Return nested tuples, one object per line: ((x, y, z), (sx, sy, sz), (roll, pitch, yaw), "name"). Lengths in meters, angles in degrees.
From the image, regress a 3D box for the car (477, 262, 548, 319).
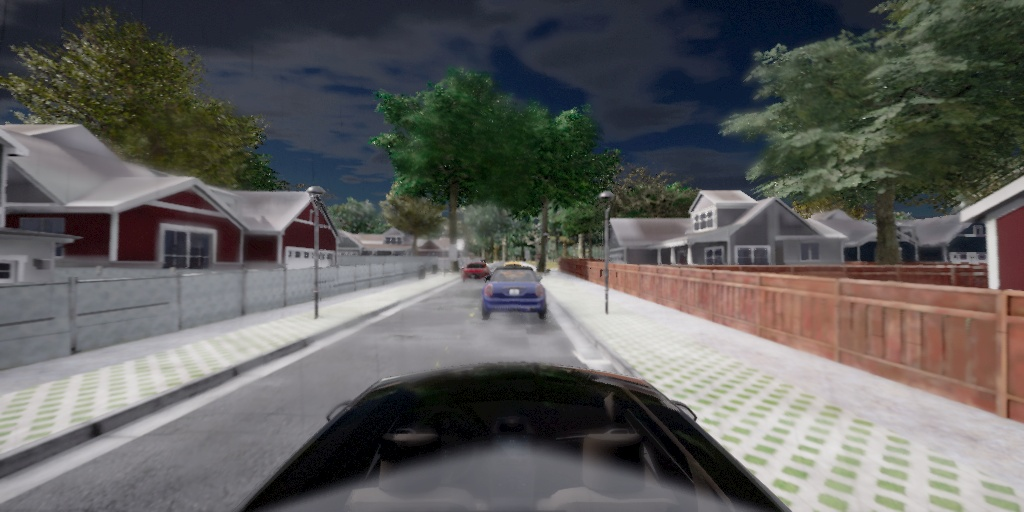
((0.084, 1.112, 13.076), (2.097, 1.767, 4.553), (0, 0, 0), "car")

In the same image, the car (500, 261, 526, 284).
((0.085, 1.239, 28.502), (1.882, 1.535, 5.008), (0, 0, 0), "car")

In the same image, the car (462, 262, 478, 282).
((-2.837, 1.240, 28.903), (1.882, 1.535, 5.008), (0, 0, 0), "car")
